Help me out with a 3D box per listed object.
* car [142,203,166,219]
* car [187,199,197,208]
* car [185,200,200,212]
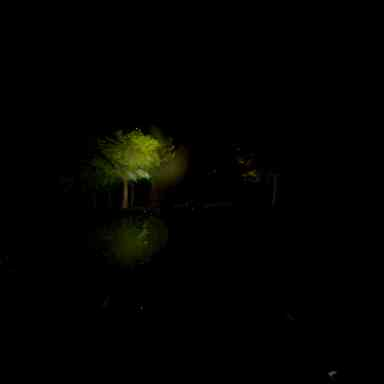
[{"bbox_3d":[-3.609,1.786,32.163,1.812,1.442,4.674,0,-1,0],"label":"car"},{"bbox_3d":[0.049,2.244,65.386,1.882,1.535,5.008,0,-1,0],"label":"car"},{"bbox_3d":[0.066,1.977,47.357,1.837,1.490,4.892,0,-1,0],"label":"car"}]
